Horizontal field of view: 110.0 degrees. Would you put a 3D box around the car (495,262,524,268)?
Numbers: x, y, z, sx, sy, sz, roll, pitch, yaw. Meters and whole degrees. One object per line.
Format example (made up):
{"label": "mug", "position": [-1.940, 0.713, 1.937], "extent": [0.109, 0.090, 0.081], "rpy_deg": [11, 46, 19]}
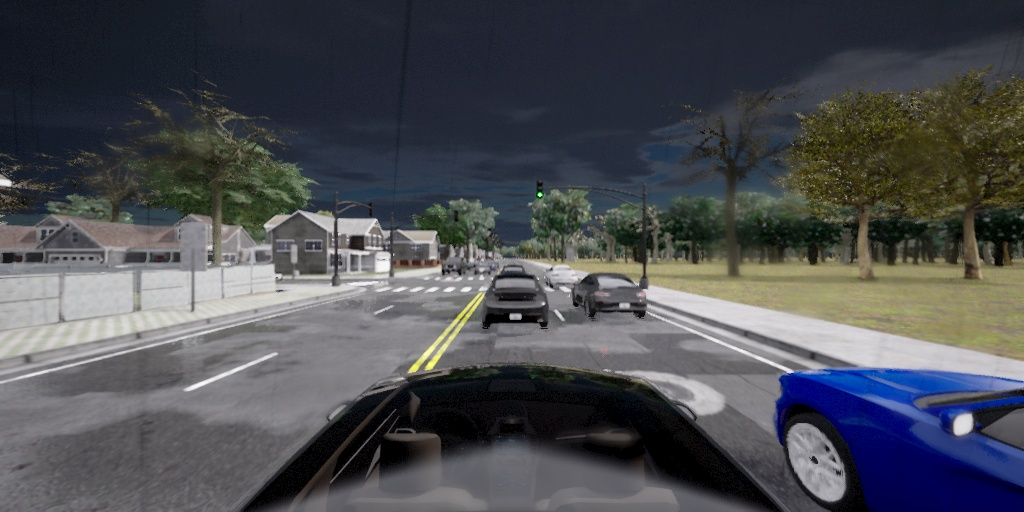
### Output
{"label": "car", "position": [0.096, 1.342, 23.745], "extent": [1.837, 1.490, 4.892], "rpy_deg": [0, 0, 0]}

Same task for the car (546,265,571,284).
{"label": "car", "position": [3.349, 1.365, 24.752], "extent": [1.812, 1.442, 4.674], "rpy_deg": [0, 0, 0]}

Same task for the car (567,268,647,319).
{"label": "car", "position": [3.348, 1.320, 12.933], "extent": [1.812, 1.442, 4.674], "rpy_deg": [0, 0, 0]}

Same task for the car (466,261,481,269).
{"label": "car", "position": [-6.529, 1.558, 61.125], "extent": [1.895, 1.301, 4.718], "rpy_deg": [0, 0, 1]}

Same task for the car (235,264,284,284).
{"label": "car", "position": [-19.734, 1.371, 26.715], "extent": [4.902, 1.511, 2.128], "rpy_deg": [0, 0, 0]}

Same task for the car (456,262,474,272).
{"label": "car", "position": [-6.571, 1.527, 50.901], "extent": [1.895, 1.301, 4.718], "rpy_deg": [0, 0, 0]}

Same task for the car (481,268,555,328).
{"label": "car", "position": [0.096, 1.293, 11.492], "extent": [1.837, 1.490, 4.892], "rpy_deg": [0, 0, 0]}

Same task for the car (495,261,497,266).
{"label": "car", "position": [-3.318, 1.280, 51.351], "extent": [2.097, 1.767, 4.553], "rpy_deg": [0, 0, 0]}

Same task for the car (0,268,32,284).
{"label": "car", "position": [-38.734, 1.513, 26.796], "extent": [4.718, 1.301, 1.895], "rpy_deg": [0, 0, 0]}

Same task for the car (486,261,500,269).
{"label": "car", "position": [-3.267, 1.525, 62.263], "extent": [1.994, 1.385, 4.181], "rpy_deg": [0, 0, 1]}

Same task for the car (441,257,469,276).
{"label": "car", "position": [-6.585, 1.118, 41.057], "extent": [2.150, 2.045, 5.566], "rpy_deg": [0, 0, 0]}

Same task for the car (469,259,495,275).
{"label": "car", "position": [-3.342, 1.388, 41.388], "extent": [2.128, 1.511, 4.902], "rpy_deg": [0, 0, -1]}

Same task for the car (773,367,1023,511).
{"label": "car", "position": [3.350, 1.226, 1.276], "extent": [1.882, 1.535, 5.008], "rpy_deg": [0, 0, 0]}

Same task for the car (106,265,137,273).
{"label": "car", "position": [-28.880, 1.420, 26.748], "extent": [4.674, 1.442, 1.812], "rpy_deg": [0, 0, 0]}

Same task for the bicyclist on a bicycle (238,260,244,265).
{"label": "bicyclist on a bicycle", "position": [-24.625, 1.210, 32.592], "extent": [0.582, 1.620, 1.656], "rpy_deg": [0, 0, 0]}
